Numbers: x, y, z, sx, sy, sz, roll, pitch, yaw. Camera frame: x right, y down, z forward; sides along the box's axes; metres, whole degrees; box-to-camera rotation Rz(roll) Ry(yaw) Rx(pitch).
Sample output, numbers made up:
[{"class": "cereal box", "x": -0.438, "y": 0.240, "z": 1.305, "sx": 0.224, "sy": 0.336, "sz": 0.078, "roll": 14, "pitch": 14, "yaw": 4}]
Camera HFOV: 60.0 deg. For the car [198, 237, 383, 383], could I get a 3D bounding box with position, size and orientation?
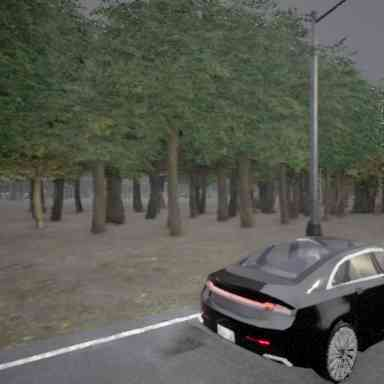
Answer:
[{"class": "car", "x": 2.389, "y": 1.511, "z": 5.456, "sx": 4.902, "sy": 1.511, "sz": 2.128, "roll": 0, "pitch": 0, "yaw": -35}]
